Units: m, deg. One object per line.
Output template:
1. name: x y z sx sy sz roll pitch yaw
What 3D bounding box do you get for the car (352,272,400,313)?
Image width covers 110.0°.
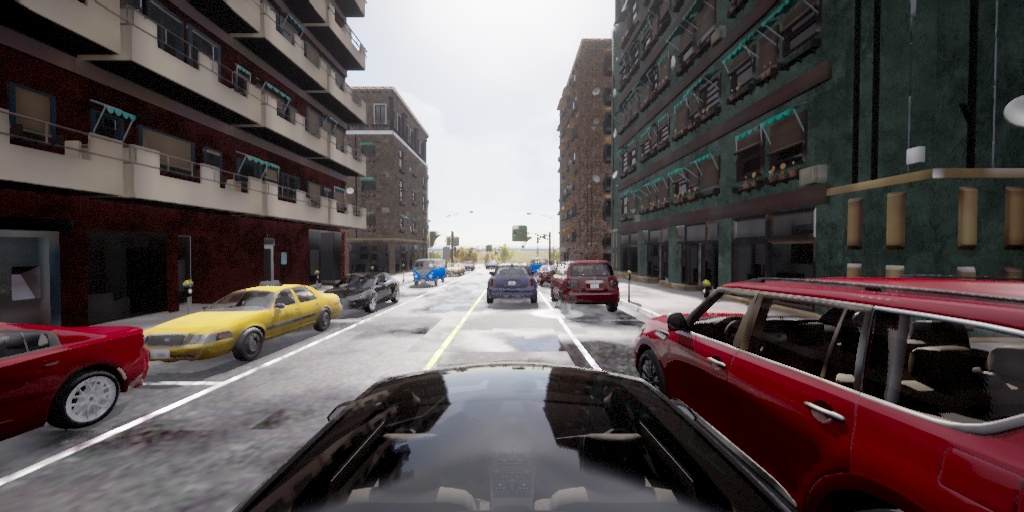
1. car: -5.691 1.308 13.909 1.948 1.339 4.313 0 0 0

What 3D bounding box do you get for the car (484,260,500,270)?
1. car: -2.999 1.321 54.510 2.033 1.411 5.357 0 0 0

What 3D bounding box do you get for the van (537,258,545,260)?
1. van: 2.690 1.071 36.055 1.690 1.789 3.998 0 0 0

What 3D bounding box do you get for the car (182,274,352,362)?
1. car: -5.691 1.270 8.216 1.751 1.417 4.829 0 0 0

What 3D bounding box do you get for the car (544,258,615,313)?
1. car: 2.690 1.057 13.958 2.192 1.841 5.009 0 0 0

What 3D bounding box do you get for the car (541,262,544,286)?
1. car: 2.689 1.282 25.006 1.888 1.381 4.507 0 0 0

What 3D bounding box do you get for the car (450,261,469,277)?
1. car: -5.691 1.256 35.837 1.751 1.417 4.829 0 0 0

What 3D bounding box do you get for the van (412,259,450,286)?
1. van: -5.691 1.077 24.958 1.690 1.789 3.998 0 0 0

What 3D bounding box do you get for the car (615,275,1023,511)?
1. car: 2.690 1.061 2.909 2.192 1.841 5.009 0 0 0

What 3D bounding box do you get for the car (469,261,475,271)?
1. car: -5.788 1.305 47.049 1.802 1.307 4.207 0 0 0

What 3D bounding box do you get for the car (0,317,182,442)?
1. car: -5.691 1.291 2.861 1.888 1.381 4.507 0 0 0

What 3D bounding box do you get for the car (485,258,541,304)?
1. car: 0.000 1.108 16.472 2.097 1.767 4.553 0 0 0
